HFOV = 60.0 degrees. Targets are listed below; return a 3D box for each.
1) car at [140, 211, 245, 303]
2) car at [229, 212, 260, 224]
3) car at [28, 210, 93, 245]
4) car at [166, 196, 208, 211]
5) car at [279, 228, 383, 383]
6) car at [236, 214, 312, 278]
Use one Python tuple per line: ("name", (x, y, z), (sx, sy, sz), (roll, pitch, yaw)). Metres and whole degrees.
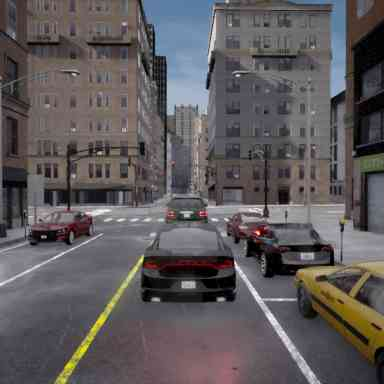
("car", (-0.083, 1.475, 8.304), (1.882, 1.535, 5.008), (0, 0, -1))
("car", (2.625, 1.576, 15.582), (1.802, 1.307, 4.206), (-1, 0, -1))
("car", (-5.919, 1.539, 15.442), (1.887, 1.381, 4.507), (-1, 0, -1))
("car", (-0.291, 1.215, 18.434), (2.150, 2.045, 5.566), (0, 0, -1))
("car", (2.801, 1.524, 4.581), (1.752, 1.417, 4.829), (-1, 0, -1))
("car", (2.715, 1.563, 9.997), (1.947, 1.339, 4.313), (-1, 0, -1))
